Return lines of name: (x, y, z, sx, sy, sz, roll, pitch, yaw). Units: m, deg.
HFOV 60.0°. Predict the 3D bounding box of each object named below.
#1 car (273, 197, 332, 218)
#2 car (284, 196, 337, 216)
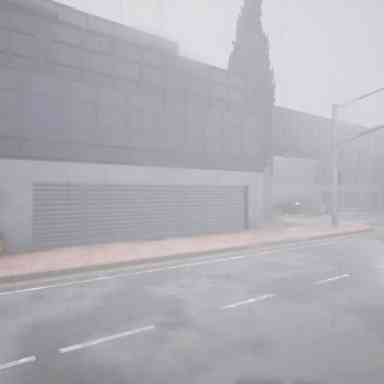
car: (9.736, 1.491, 30.393, 2.128, 1.511, 4.902, 0, 0, -37)
car: (11.825, 1.352, 33.450, 2.097, 1.767, 4.553, 0, 0, -37)
